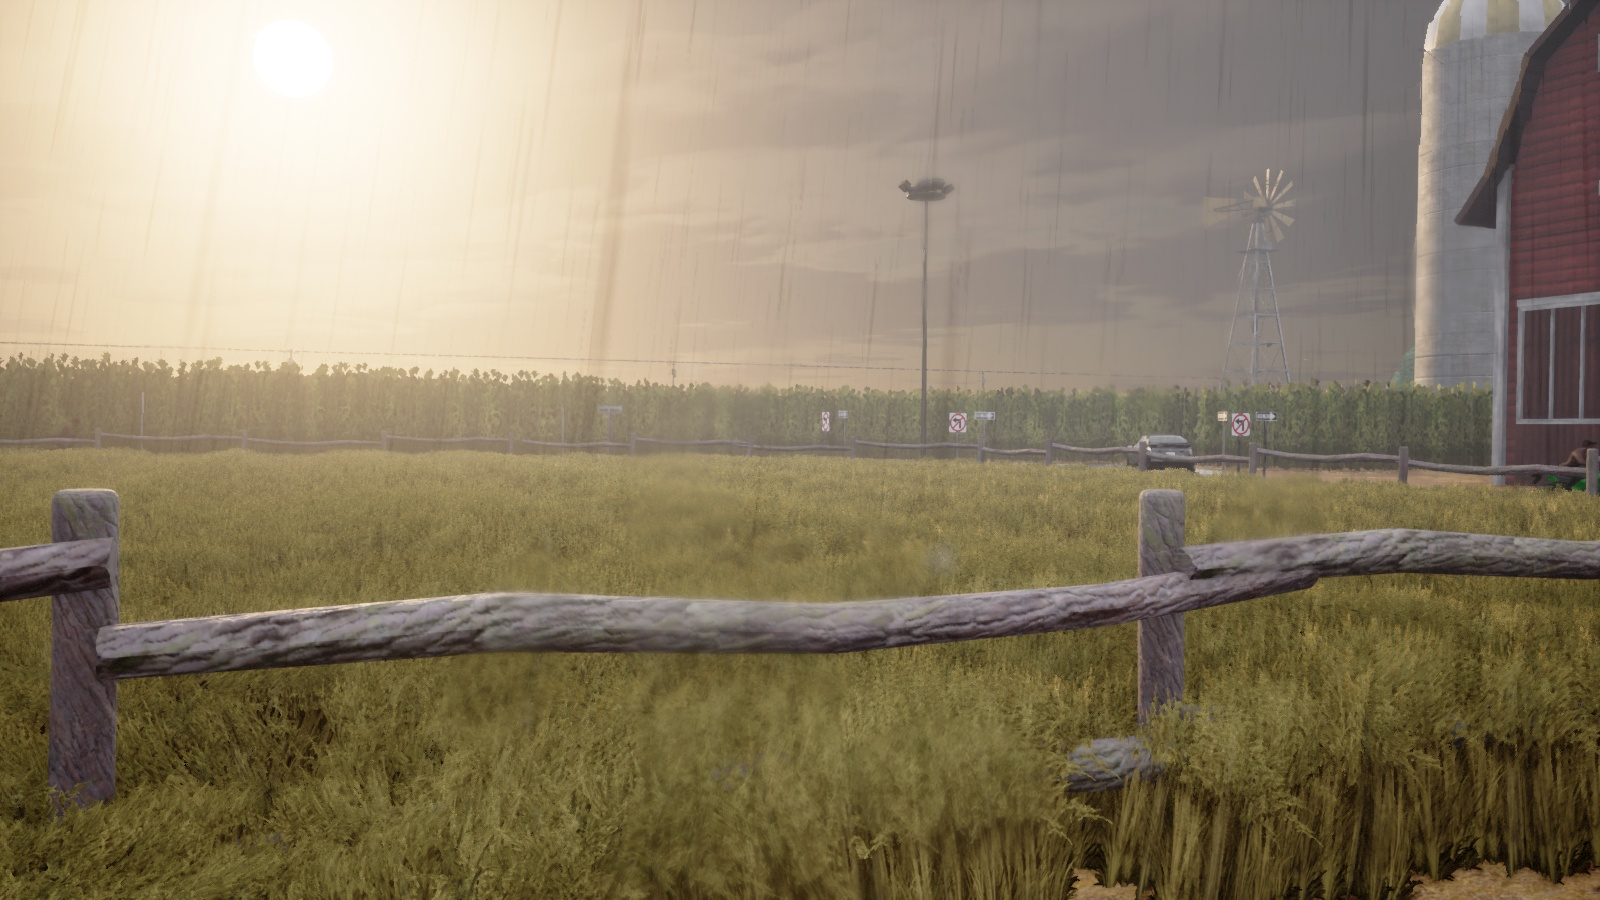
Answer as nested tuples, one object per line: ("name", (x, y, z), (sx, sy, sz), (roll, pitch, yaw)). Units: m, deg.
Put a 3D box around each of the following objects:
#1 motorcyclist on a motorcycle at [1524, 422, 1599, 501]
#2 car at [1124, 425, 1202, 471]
("motorcyclist on a motorcycle", (15.549, 0.208, 24.855), (0.797, 1.523, 2.044), (-1, 1, -24))
("car", (12.767, -0.116, 44.463), (2.007, 1.525, 4.514), (-1, 1, 8))
